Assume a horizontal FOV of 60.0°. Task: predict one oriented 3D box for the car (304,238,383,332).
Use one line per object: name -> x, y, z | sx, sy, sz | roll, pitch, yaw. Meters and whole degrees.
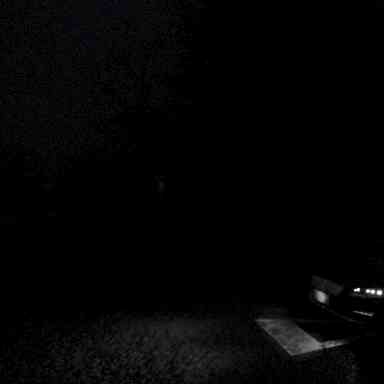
car -> 4.486, 1.503, 6.219 | 4.902, 1.511, 2.128 | 1, 1, -17
